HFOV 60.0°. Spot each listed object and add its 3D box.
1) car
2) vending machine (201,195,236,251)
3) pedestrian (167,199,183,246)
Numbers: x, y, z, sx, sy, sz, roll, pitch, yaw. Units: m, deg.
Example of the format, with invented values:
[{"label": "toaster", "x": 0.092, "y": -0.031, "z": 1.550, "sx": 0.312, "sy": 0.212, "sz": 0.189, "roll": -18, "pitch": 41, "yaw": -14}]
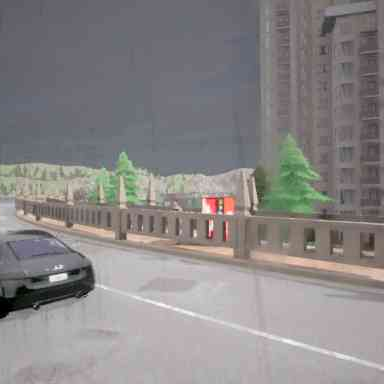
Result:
[{"label": "car", "x": -3.999, "y": 1.562, "z": 7.492, "sx": 4.181, "sy": 1.385, "sz": 1.994, "roll": 0, "pitch": 0, "yaw": 41}, {"label": "vending machine", "x": 1.055, "y": 1.186, "z": 13.218, "sx": 0.880, "sy": 2.100, "sz": 1.100, "roll": -1, "pitch": 0, "yaw": 41}, {"label": "pedestrian", "x": -0.600, "y": 1.132, "z": 12.839, "sx": 0.375, "sy": 1.860, "sz": 0.375, "roll": -1, "pitch": -1, "yaw": 42}]
